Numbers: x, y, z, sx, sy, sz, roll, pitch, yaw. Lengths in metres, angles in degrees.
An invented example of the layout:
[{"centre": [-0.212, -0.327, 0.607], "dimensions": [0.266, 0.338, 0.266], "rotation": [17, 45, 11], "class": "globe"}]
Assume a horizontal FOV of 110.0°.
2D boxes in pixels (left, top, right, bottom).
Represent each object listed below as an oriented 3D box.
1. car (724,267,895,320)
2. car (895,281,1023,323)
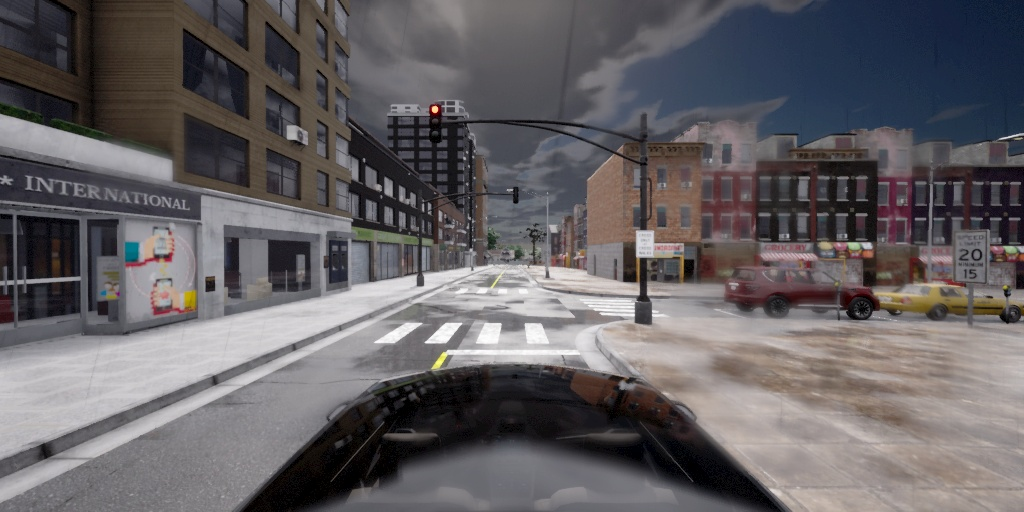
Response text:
[{"centre": [10.831, 1.346, 13.677], "dimensions": [5.009, 1.841, 2.192], "rotation": [0, 0, 0], "class": "car"}, {"centre": [16.546, 1.659, 13.649], "dimensions": [4.829, 1.417, 1.751], "rotation": [0, 0, 0], "class": "car"}]
